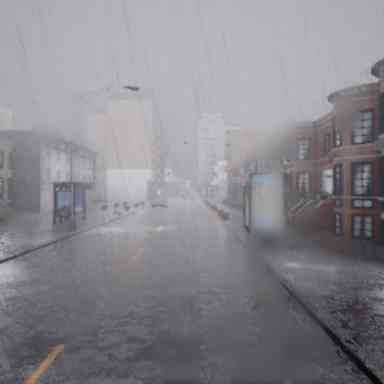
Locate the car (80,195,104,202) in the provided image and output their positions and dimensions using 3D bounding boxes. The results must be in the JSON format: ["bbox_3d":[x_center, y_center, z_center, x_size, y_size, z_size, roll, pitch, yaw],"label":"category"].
[{"bbox_3d":[-19.483,1.258,64.830,4.193,1.474,1.816,0,0,10],"label":"car"}]

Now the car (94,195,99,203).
[{"bbox_3d":[-19.103,1.099,58.777,3.866,1.878,1.905,0,0,10],"label":"car"}]

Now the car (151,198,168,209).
[{"bbox_3d":[-4.087,1.444,42.947,2.033,1.411,5.357,0,0,0],"label":"car"}]

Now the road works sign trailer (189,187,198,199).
[{"bbox_3d":[0.088,0.236,95.077,2.380,3.560,2.880,0,0,-37],"label":"road works sign trailer"}]

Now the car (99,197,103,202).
[{"bbox_3d":[-19.338,1.197,61.879,4.611,1.667,2.242,0,0,10],"label":"car"}]
